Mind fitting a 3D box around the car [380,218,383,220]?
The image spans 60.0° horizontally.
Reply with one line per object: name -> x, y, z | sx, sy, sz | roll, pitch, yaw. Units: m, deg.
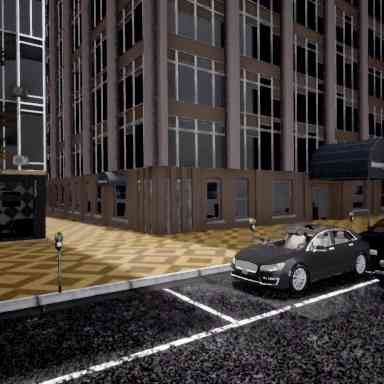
car -> 7.577, 1.563, 11.988 | 4.313, 1.339, 1.947 | 0, -1, -36

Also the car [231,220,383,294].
car -> 2.952, 1.549, 8.684 | 4.403, 1.369, 2.008 | 0, -1, -36

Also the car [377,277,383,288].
car -> 6.188, 1.599, 7.677 | 4.718, 1.301, 1.895 | 0, 0, -36
